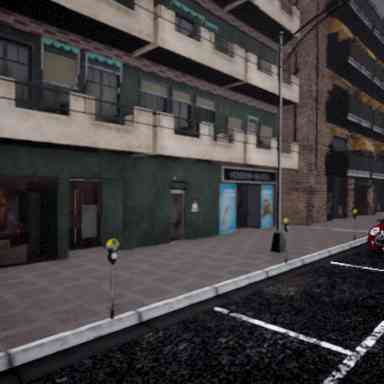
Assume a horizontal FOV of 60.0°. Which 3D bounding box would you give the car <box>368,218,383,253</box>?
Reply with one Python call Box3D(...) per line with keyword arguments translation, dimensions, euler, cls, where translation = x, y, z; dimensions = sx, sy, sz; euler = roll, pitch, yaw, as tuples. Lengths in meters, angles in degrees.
Box3D(translation=(7.927, 1.353, 12.099), dimensions=(1.967, 1.590, 4.097), euler=(1, 1, 44), cls="car")
